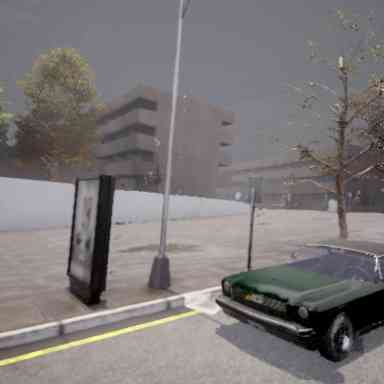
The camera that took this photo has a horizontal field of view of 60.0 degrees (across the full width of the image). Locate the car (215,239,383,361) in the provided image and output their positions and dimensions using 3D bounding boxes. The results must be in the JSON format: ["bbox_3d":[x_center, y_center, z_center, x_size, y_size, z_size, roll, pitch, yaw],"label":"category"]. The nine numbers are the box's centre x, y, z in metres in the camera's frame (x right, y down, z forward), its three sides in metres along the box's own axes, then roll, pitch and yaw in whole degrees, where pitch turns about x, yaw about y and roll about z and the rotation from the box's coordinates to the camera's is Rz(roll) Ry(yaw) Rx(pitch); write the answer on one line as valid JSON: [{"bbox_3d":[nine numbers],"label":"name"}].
[{"bbox_3d":[2.721,1.616,6.056,4.718,1.301,1.895,0,0,-36],"label":"car"}]

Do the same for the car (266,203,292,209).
[{"bbox_3d":[15.326,2.714,58.774,2.033,1.411,5.357,6,-5,-24],"label":"car"}]
